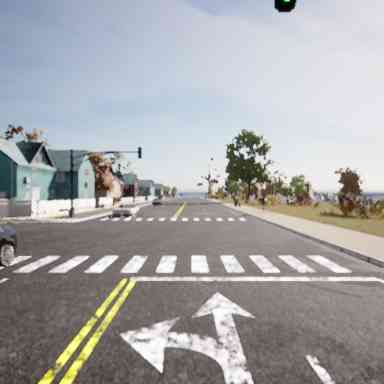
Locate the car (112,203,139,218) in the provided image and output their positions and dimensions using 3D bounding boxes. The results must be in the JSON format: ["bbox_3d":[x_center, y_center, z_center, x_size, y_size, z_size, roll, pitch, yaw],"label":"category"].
[{"bbox_3d":[-6.484,1.782,32.852,1.895,1.301,4.718,0,0,0],"label":"car"}]

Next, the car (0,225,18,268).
[{"bbox_3d":[-6.495,1.536,8.713,2.128,1.511,4.902,0,0,0],"label":"car"}]

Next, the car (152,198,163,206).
[{"bbox_3d":[-6.470,1.893,62.798,2.033,1.411,5.357,0,0,0],"label":"car"}]
